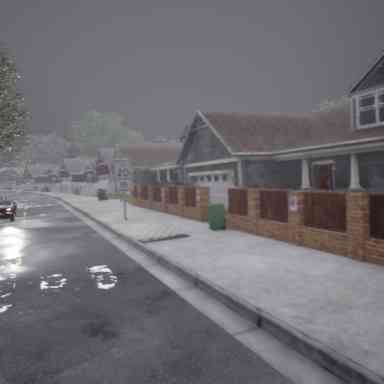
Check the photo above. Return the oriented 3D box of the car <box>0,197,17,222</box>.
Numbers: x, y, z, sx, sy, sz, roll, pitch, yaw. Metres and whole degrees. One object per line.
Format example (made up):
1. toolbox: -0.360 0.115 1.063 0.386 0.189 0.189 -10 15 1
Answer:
1. car: -11.347 1.004 19.392 1.895 1.301 4.718 -4 4 -26
